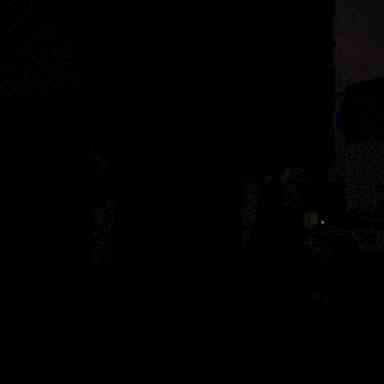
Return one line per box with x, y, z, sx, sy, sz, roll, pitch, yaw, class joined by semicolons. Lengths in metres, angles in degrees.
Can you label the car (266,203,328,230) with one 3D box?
6.254;1.505;21.214;1.837;1.490;4.892;0;0;-32;car
